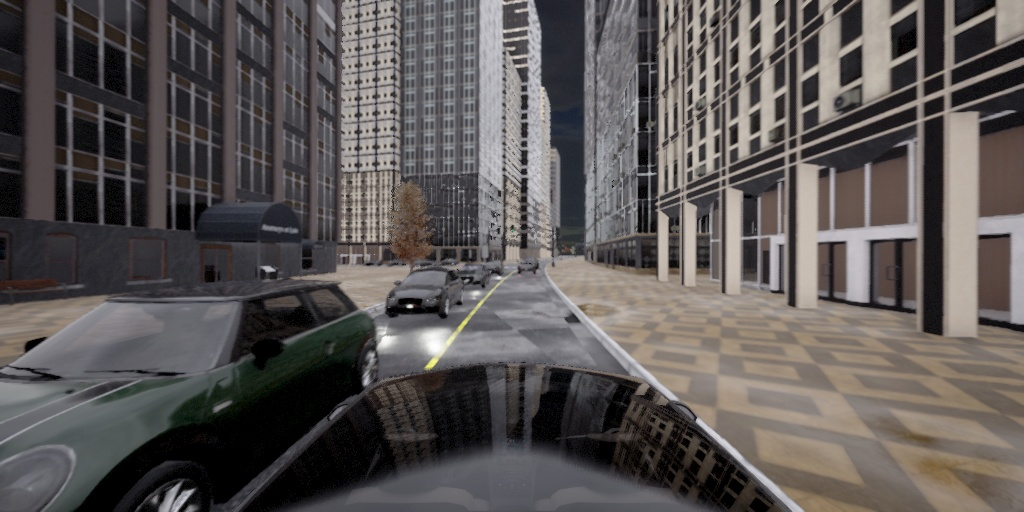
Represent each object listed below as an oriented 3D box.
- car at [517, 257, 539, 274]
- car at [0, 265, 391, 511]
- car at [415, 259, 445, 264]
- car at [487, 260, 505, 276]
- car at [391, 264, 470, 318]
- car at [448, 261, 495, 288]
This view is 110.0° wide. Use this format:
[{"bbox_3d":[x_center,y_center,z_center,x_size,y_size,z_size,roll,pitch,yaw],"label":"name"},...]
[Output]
[{"bbox_3d":[1.599,1.076,37.464,2.128,1.511,4.902,0,0,5],"label":"car"},{"bbox_3d":[-3.056,1.085,3.505,2.097,1.767,4.553,0,0,0],"label":"car"},{"bbox_3d":[-14.501,1.217,62.038,4.403,1.370,2.007,0,0,14],"label":"car"},{"bbox_3d":[-1.769,1.101,34.439,1.837,1.490,4.892,0,0,4],"label":"car"},{"bbox_3d":[-2.889,1.197,12.812,1.837,1.490,4.892,0,0,2],"label":"car"},{"bbox_3d":[-2.492,1.211,22.754,1.994,1.385,4.181,0,0,3],"label":"car"}]
